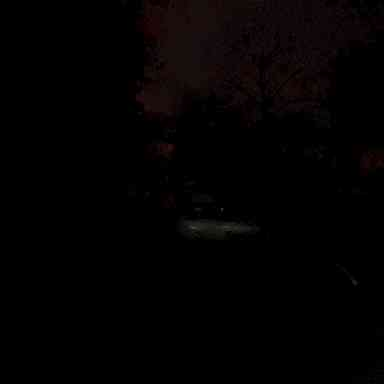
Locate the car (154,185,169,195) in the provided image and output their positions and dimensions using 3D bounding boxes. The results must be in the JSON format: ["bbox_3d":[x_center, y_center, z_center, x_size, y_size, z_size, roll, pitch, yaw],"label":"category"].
[{"bbox_3d":[-4.319,-0.321,48.637,1.882,1.535,5.008,1,2,-16],"label":"car"}]

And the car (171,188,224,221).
[{"bbox_3d":[0.379,0.801,20.256,1.882,1.535,5.008,1,2,-16],"label":"car"}]

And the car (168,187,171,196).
[{"bbox_3d":[-0.935,0.233,37.083,1.812,1.442,4.674,1,2,-16],"label":"car"}]
